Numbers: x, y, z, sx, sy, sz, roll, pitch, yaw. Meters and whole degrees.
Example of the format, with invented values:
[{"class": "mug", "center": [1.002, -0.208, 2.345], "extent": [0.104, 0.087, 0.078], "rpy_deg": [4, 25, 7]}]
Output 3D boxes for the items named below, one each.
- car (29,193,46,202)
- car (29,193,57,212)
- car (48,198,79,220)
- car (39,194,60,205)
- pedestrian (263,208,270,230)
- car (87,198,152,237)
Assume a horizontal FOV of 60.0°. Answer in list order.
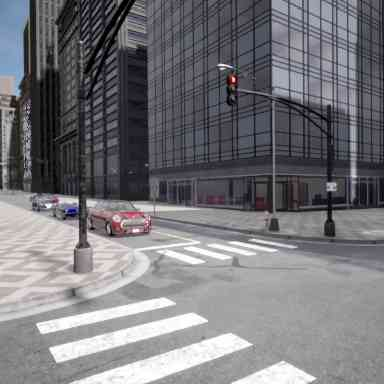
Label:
[{"class": "car", "center": [-26.096, 0.882, 56.060], "extent": [1.837, 1.490, 4.892], "rpy_deg": [-1, 1, -34]}, {"class": "car", "center": [-15.425, 1.178, 34.668], "extent": [2.128, 1.511, 4.902], "rpy_deg": [-1, 1, -34]}, {"class": "car", "center": [-9.607, 1.389, 26.075], "extent": [1.895, 1.301, 4.718], "rpy_deg": [-1, 1, -34]}, {"class": "car", "center": [-20.547, 1.062, 47.892], "extent": [1.994, 1.385, 4.181], "rpy_deg": [-1, 1, -34]}, {"class": "pedestrian", "center": [3.892, 1.373, 17.276], "extent": [0.500, 1.100, 0.500], "rpy_deg": [0, 0, -34]}, {"class": "car", "center": [-3.933, 1.234, 17.692], "extent": [2.097, 1.767, 4.553], "rpy_deg": [-1, 1, -34]}]
